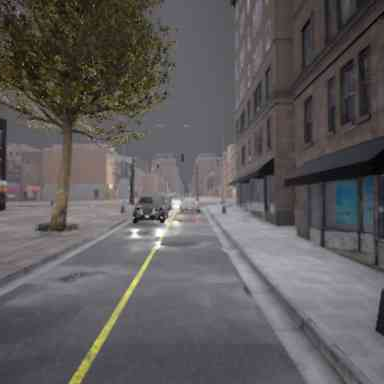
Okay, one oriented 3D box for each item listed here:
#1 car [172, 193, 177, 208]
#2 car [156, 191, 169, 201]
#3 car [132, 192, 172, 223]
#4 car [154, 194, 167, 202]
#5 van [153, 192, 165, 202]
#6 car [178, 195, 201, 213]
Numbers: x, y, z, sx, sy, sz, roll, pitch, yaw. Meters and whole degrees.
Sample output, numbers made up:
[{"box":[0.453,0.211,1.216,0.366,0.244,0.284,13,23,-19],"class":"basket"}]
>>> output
[{"box":[-3.025,1.153,35.622,2.033,1.411,5.357,0,2,0],"class":"car"},{"box":[-5.944,0.829,67.534,2.192,1.841,5.009,2,0,-1],"class":"car"},{"box":[-2.935,1.190,24.387,2.150,2.045,5.566,0,1,0],"class":"car"},{"box":[-5.898,1.061,62.549,2.008,1.369,4.403,2,0,-1],"class":"car"},{"box":[-5.857,0.849,59.228,1.690,1.788,3.998,2,0,-1],"class":"van"},{"box":[-0.205,1.202,32.789,1.812,1.442,4.674,0,2,0],"class":"car"}]
